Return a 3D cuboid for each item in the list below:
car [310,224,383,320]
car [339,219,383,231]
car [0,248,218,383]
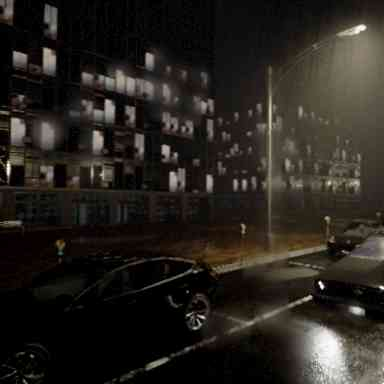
[{"bbox_3d":[4.758,1.665,7.481,5.357,1.411,2.033,1,-1,-43],"label":"car"},{"bbox_3d":[6.983,1.773,12.998,4.313,1.339,1.947,1,0,-42],"label":"car"},{"bbox_3d":[-1.397,1.664,5.268,4.313,1.339,1.947,1,0,-44],"label":"car"}]
